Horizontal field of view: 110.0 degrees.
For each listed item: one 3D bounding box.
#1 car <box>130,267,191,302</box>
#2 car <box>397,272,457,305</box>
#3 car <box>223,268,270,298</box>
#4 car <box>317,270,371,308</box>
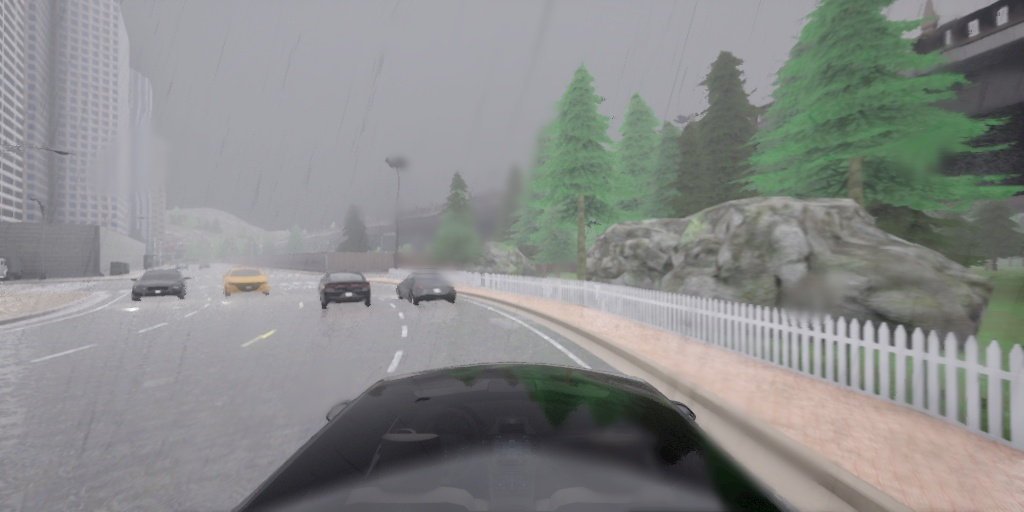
[{"bbox_3d":[-18.349,1.485,18.845,1.837,1.490,4.892,0,-1,-40],"label":"car"},{"bbox_3d":[-4.192,1.480,17.263,1.994,1.385,4.181,0,-1,-29],"label":"car"},{"bbox_3d":[-15.270,1.462,20.607,1.882,1.535,5.008,0,-1,-40],"label":"car"},{"bbox_3d":[-7.742,1.396,16.418,1.882,1.535,5.008,0,0,-30],"label":"car"}]
